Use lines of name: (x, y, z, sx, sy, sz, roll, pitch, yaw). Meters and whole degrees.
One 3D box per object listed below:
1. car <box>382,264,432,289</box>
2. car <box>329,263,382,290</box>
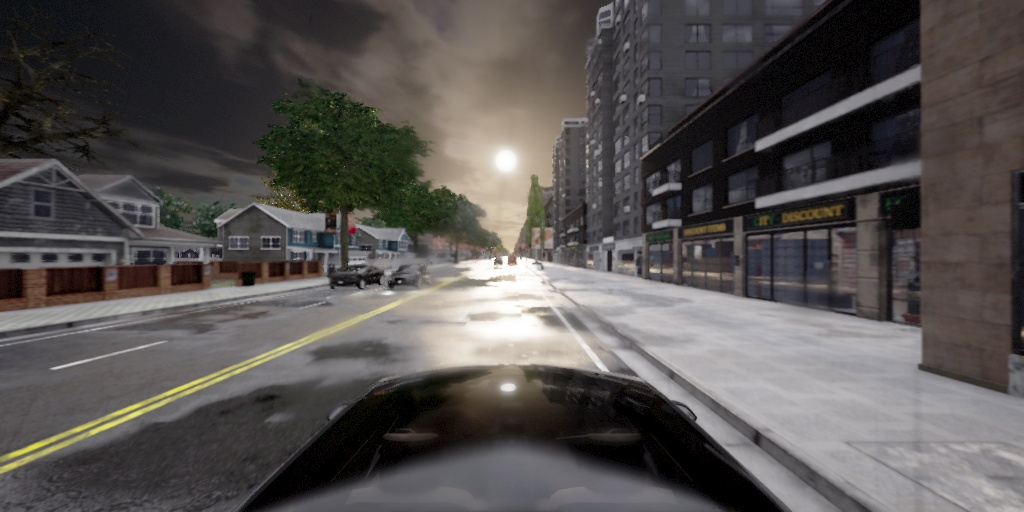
car: (-6.517, 1.280, 23.335, 1.837, 1.490, 4.892, 0, -1, 0)
car: (-9.772, 1.248, 22.995, 1.882, 1.535, 5.008, 0, 0, 1)
